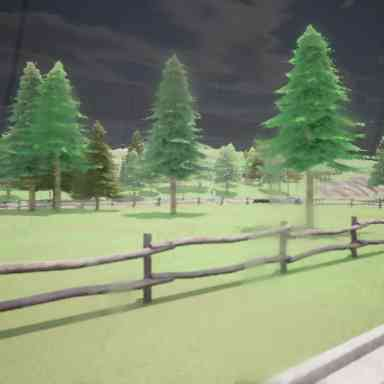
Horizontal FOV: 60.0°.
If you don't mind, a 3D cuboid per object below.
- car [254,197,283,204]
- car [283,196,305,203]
[{"bbox_3d":[13.849,1.609,61.501,4.718,1.301,1.895,0,0,20],"label":"car"},{"bbox_3d":[18.740,1.540,62.633,4.674,1.442,1.812,0,0,24],"label":"car"}]
